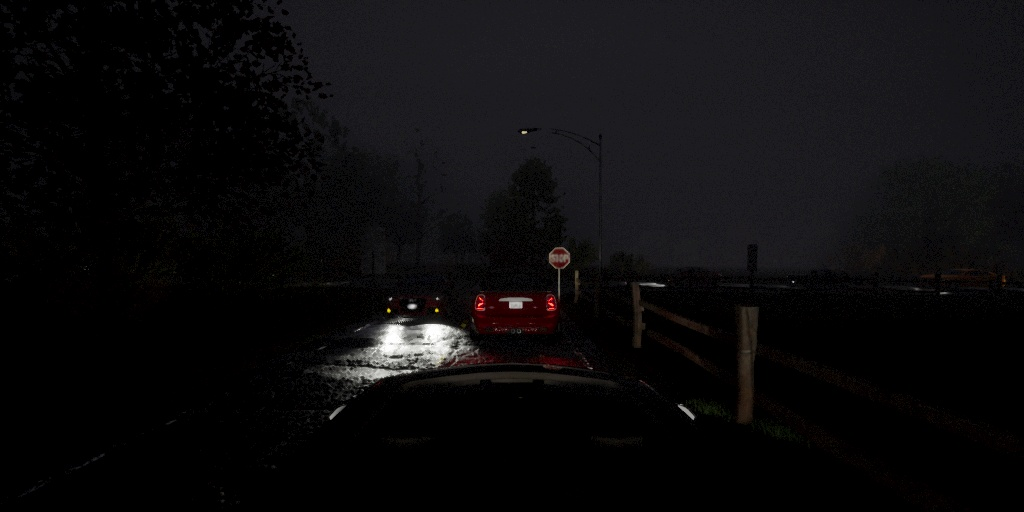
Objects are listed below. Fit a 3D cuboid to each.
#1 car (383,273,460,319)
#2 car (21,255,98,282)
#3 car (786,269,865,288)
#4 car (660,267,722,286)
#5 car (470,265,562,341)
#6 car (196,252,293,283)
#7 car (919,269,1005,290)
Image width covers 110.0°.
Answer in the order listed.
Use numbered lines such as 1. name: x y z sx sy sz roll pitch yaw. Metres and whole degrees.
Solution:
1. car: -3.009 1.311 12.640 1.994 1.385 4.181 0 0 -2
2. car: -29.454 0.732 23.957 4.553 1.767 2.097 0 1 0
3. car: 23.483 1.673 27.118 4.718 1.301 1.895 1 1 0
4. car: 13.462 1.493 27.110 4.181 1.385 1.994 1 1 -1
5. car: 0.081 1.100 10.015 2.097 1.767 4.553 0 0 0
6. car: -17.884 0.756 24.023 5.566 2.045 2.150 1 1 0
7. car: 33.948 1.701 27.120 5.008 1.535 1.882 1 1 0
